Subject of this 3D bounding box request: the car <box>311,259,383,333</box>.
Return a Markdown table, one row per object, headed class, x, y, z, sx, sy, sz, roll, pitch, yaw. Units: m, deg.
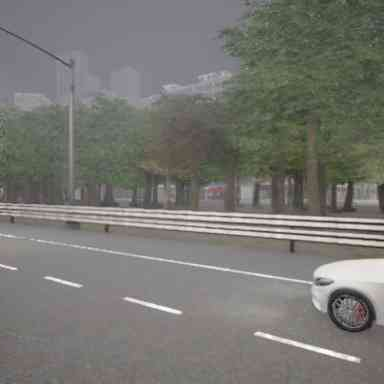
| class | x | y | z | sx | sy | sz | roll | pitch | yaw |
| --- | --- | --- | --- | --- | --- | --- | --- | --- | --- |
| car | 4.289 | 1.527 | 5.110 | 4.674 | 1.442 | 1.812 | 0 | 0 | 35 |
